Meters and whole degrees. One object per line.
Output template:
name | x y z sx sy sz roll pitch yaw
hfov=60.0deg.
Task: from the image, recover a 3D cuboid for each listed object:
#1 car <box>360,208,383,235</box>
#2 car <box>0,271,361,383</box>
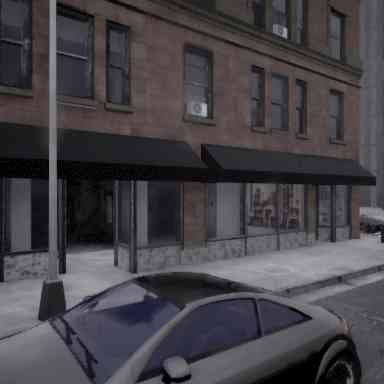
car | 8.963 1.559 19.124 2.033 1.411 5.357 0 0 -35
car | -0.272 1.564 3.155 4.181 1.385 1.994 0 0 -35
